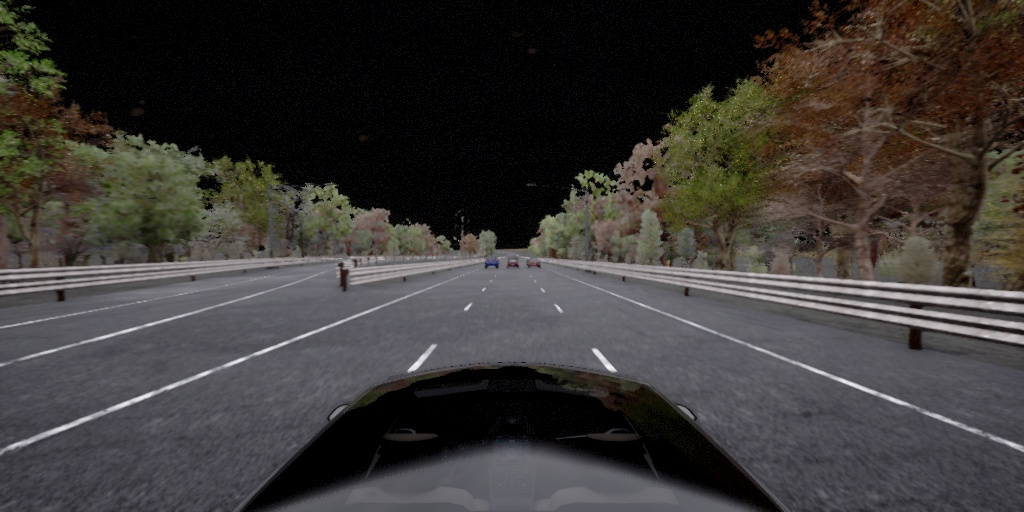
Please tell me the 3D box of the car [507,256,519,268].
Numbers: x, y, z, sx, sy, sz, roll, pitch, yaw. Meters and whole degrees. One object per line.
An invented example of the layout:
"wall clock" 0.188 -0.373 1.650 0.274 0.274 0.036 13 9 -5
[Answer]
"car" 0.171 1.249 59.667 1.882 1.535 5.008 0 0 0

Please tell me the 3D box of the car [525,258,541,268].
"car" 3.672 1.112 60.042 2.097 1.767 4.553 0 0 0

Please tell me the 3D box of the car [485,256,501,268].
"car" -3.330 1.005 59.709 2.150 2.045 5.566 0 0 0
